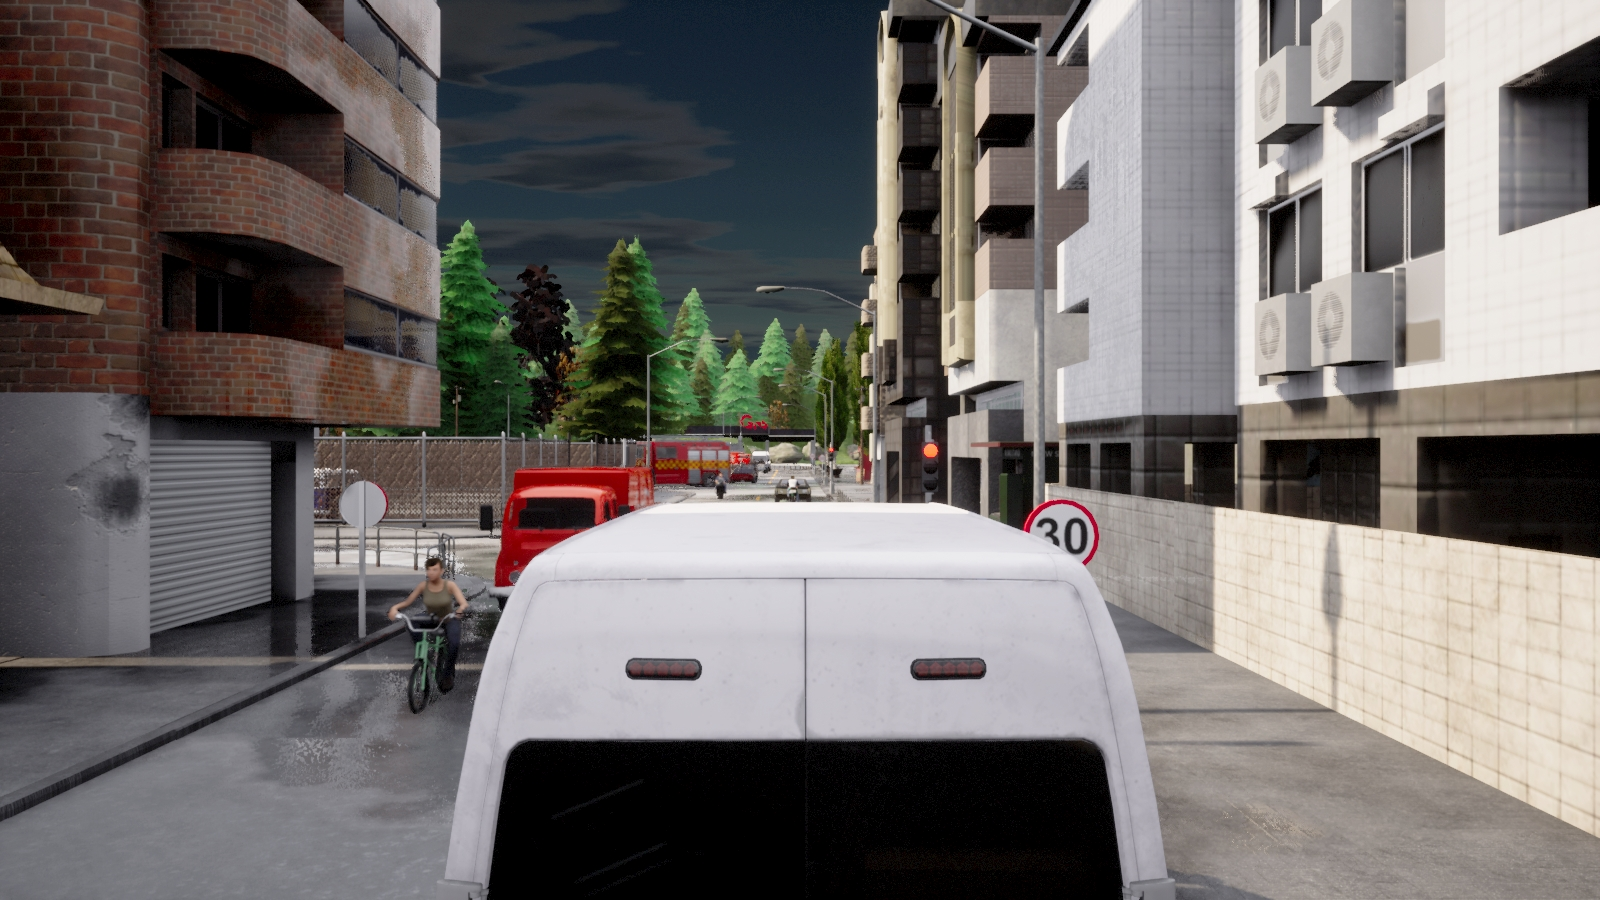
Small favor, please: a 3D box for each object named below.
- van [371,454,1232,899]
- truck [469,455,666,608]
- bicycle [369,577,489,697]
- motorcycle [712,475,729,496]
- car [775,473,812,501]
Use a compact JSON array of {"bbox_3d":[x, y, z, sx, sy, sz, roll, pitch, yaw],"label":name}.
[{"bbox_3d":[-0.009,1.312,5.597,1.988,2.561,5.915,0,0,0],"label":"van"},{"bbox_3d":[-4.096,1.339,21.219,2.627,2.467,5.204,0,0,0],"label":"truck"},{"bbox_3d":[-4.059,2.031,12.622,0.859,1.080,1.487,0,0,-1],"label":"bicycle"},{"bbox_3d":[-4.414,1.968,63.505,0.803,1.145,2.033,0,0,0],"label":"motorcycle"},{"bbox_3d":[-0.339,1.912,60.159,1.895,1.301,4.718,0,0,0],"label":"car"}]
